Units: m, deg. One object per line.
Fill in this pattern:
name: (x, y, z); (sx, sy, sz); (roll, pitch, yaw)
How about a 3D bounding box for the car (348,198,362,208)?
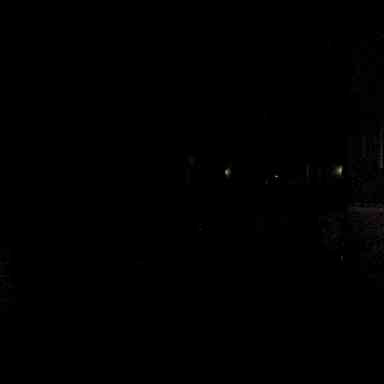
car: (21.363, 1.503, 46.361); (1.994, 1.385, 4.181); (0, 1, -35)
